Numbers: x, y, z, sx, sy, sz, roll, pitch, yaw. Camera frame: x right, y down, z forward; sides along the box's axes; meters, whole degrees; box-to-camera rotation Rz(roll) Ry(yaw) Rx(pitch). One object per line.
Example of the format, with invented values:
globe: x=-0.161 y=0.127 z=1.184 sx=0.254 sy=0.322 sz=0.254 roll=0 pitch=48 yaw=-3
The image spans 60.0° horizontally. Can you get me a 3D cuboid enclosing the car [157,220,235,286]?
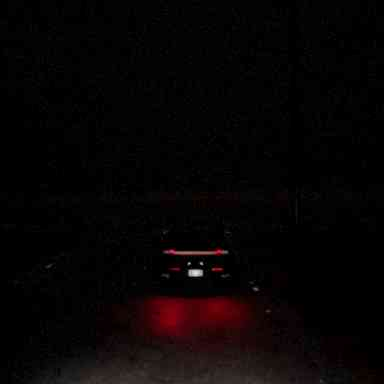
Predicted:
car: x=0.124 y=1.566 z=9.669 sx=2.128 sy=1.511 sz=4.902 roll=0 pitch=0 yaw=1
